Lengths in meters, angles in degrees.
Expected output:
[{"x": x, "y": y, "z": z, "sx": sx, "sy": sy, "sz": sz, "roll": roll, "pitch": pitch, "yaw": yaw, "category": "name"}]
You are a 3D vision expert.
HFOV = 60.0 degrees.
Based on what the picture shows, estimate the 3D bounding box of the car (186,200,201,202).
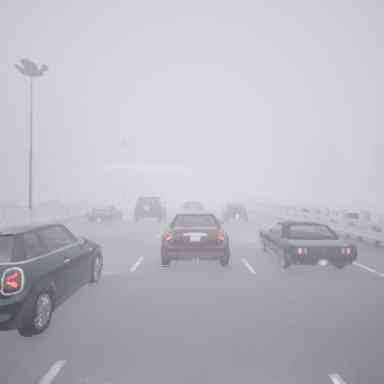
[{"x": 0.104, "y": 1.487, "z": 28.386, "sx": 2.097, "sy": 1.767, "sz": 4.553, "roll": 0, "pitch": 0, "yaw": 0, "category": "car"}]

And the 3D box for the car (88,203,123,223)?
[{"x": -6.896, "y": 1.726, "z": 26.890, "sx": 1.895, "sy": 1.301, "sz": 4.718, "roll": 0, "pitch": 0, "yaw": 0, "category": "car"}]

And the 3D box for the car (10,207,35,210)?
[{"x": -24.561, "y": 1.950, "z": 49.657, "sx": 1.812, "sy": 1.442, "sz": 4.674, "roll": 0, "pitch": -1, "yaw": 0, "category": "car"}]

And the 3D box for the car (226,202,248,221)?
[{"x": 3.604, "y": 1.642, "z": 28.753, "sx": 1.837, "sy": 1.490, "sz": 4.892, "roll": 0, "pitch": 0, "yaw": 0, "category": "car"}]

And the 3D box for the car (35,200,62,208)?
[{"x": -21.065, "y": 1.929, "z": 49.675, "sx": 1.837, "sy": 1.490, "sz": 4.892, "roll": 0, "pitch": -1, "yaw": 0, "category": "car"}]

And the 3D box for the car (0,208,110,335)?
[{"x": -3.402, "y": 1.383, "z": 6.929, "sx": 2.097, "sy": 1.767, "sz": 4.553, "roll": 0, "pitch": 0, "yaw": 0, "category": "car"}]

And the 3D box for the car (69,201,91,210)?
[{"x": -17.550, "y": 2.042, "z": 52.326, "sx": 1.994, "sy": 1.385, "sz": 4.181, "roll": 0, "pitch": -1, "yaw": 0, "category": "car"}]

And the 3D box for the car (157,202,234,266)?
[{"x": 0.102, "y": 1.405, "z": 11.924, "sx": 2.097, "sy": 1.767, "sz": 4.553, "roll": 0, "pitch": 0, "yaw": 0, "category": "car"}]

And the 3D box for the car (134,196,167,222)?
[{"x": -3.395, "y": 1.352, "z": 27.780, "sx": 2.150, "sy": 2.045, "sz": 5.566, "roll": 0, "pitch": 0, "yaw": 0, "category": "car"}]

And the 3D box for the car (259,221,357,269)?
[{"x": 3.602, "y": 1.651, "z": 11.346, "sx": 1.895, "sy": 1.301, "sz": 4.718, "roll": 0, "pitch": 0, "yaw": 0, "category": "car"}]

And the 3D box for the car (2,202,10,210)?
[{"x": -28.049, "y": 1.965, "z": 51.466, "sx": 1.837, "sy": 1.490, "sz": 4.892, "roll": 0, "pitch": -1, "yaw": 0, "category": "car"}]
